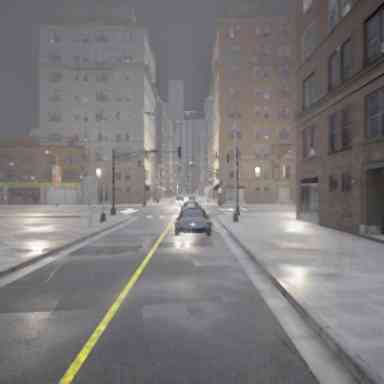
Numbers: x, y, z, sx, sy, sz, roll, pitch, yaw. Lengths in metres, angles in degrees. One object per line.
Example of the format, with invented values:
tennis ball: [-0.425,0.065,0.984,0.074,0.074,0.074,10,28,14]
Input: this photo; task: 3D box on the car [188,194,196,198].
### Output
car: [-0.040,1.474,86.923,2.128,1.511,4.902,0,0,0]

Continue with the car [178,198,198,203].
car: [-0.076,1.496,27.993,1.812,1.442,4.674,0,0,-1]

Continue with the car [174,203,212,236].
car: [0.082,1.545,18.217,1.994,1.385,4.181,0,0,1]

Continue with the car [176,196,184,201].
car: [-3.028,1.554,82.112,1.895,1.301,4.718,0,0,0]
